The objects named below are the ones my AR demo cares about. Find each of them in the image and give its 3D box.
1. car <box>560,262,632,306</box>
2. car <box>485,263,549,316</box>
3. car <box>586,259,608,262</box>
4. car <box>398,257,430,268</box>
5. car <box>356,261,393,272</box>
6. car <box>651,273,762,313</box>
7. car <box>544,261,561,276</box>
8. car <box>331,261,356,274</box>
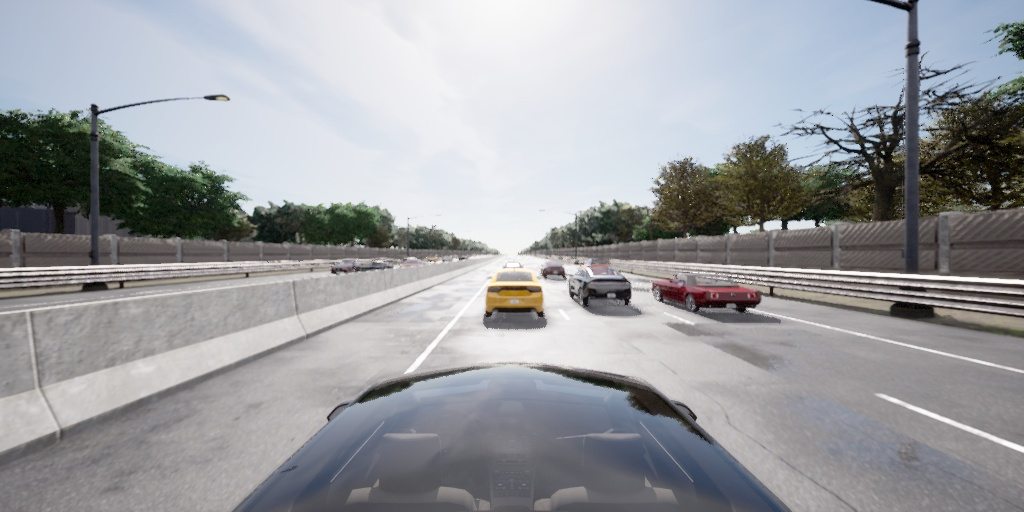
[{"bbox_3d":[3.590,1.198,15.336,2.128,1.511,4.902,0,0,0],"label":"car"},{"bbox_3d":[0.085,1.191,13.211,1.882,1.535,5.008,0,1,0],"label":"car"},{"bbox_3d":[7.086,1.003,30.400,2.097,1.767,4.553,0,0,0],"label":"car"},{"bbox_3d":[-10.602,1.096,38.305,1.882,1.535,5.008,0,0,0],"label":"car"},{"bbox_3d":[-14.103,1.223,37.415,1.895,1.301,4.718,0,0,0],"label":"car"},{"bbox_3d":[7.089,1.312,13.782,1.895,1.301,4.718,0,0,0],"label":"car"},{"bbox_3d":[3.588,1.171,31.726,1.812,1.442,4.674,0,0,0],"label":"car"},{"bbox_3d":[-17.599,1.182,38.416,1.994,1.385,4.181,0,0,0],"label":"car"}]
